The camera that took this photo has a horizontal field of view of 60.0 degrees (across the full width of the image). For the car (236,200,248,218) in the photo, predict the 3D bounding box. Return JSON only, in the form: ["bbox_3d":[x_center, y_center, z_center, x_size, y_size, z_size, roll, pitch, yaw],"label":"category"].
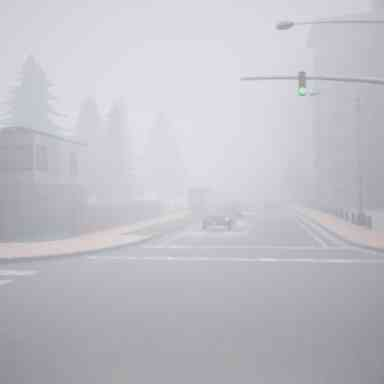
[{"bbox_3d":[3.847,1.711,31.158,1.895,1.301,4.718,-1,0,13],"label":"car"}]

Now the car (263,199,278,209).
[{"bbox_3d":[11.068,1.606,46.739,1.994,1.385,4.181,-1,0,12],"label":"car"}]

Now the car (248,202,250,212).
[{"bbox_3d":[6.040,1.685,40.996,1.994,1.385,4.181,-1,0,13],"label":"car"}]

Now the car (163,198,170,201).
[{"bbox_3d":[-6.974,1.834,81.515,1.932,1.855,4.605,-1,0,11],"label":"car"}]

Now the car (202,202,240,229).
[{"bbox_3d":[1.894,1.625,22.351,1.812,1.442,4.674,-1,0,13],"label":"car"}]
